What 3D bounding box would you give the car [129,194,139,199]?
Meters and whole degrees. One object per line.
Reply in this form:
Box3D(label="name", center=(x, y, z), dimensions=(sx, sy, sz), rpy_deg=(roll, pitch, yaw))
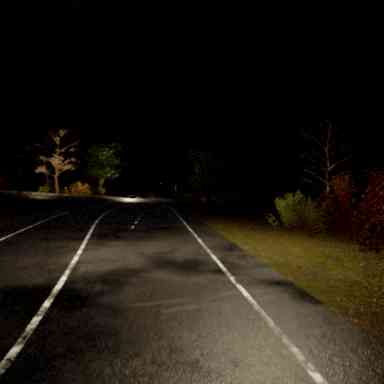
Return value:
Box3D(label="car", center=(-16.303, 1.212, 91.661), dimensions=(1.837, 1.490, 4.892), rpy_deg=(2, 0, -6))
